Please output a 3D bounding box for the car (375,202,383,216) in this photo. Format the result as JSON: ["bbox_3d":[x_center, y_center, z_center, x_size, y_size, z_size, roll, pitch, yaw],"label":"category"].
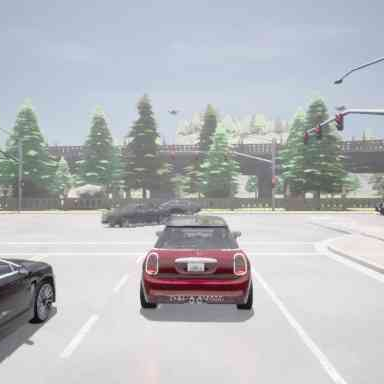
[{"bbox_3d":[19.513,1.161,29.713,5.566,2.045,2.150,-1,0,1],"label":"car"}]

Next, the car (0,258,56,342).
[{"bbox_3d":[-3.434,1.492,4.259,2.128,1.511,4.902,0,0,0],"label":"car"}]

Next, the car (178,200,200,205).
[{"bbox_3d":[-1.567,1.439,30.040,4.902,1.511,2.128,0,0,1],"label":"car"}]

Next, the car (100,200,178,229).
[{"bbox_3d":[-3.590,1.479,21.766,4.892,1.490,1.837,0,-2,-43],"label":"car"}]

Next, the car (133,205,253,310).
[{"bbox_3d":[0.146,1.352,8.010,2.097,1.767,4.553,0,0,2],"label":"car"}]
